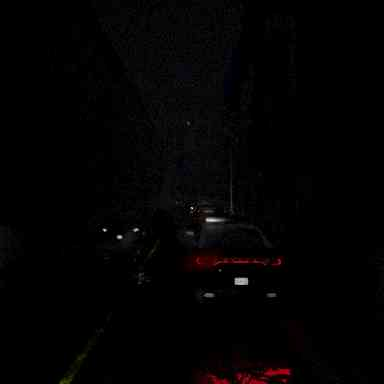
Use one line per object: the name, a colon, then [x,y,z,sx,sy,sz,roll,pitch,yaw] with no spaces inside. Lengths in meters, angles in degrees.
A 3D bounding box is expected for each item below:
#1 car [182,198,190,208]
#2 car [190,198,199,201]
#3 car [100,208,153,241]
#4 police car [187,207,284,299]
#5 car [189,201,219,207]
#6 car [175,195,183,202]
car: [0.040,1.559,47.293,1.994,1.385,4.181,0,0,1]
car: [0.906,1.454,24.730,1.801,1.575,5.366,0,0,0]
car: [-3.096,1.546,16.905,2.033,1.411,5.357,0,0,0]
police car: [0.902,1.425,8.650,1.930,1.638,5.238,0,0,0]
car: [0.905,1.477,18.539,1.882,1.535,5.008,0,0,0]
car: [-2.981,1.442,77.306,2.128,1.511,4.902,0,0,0]
